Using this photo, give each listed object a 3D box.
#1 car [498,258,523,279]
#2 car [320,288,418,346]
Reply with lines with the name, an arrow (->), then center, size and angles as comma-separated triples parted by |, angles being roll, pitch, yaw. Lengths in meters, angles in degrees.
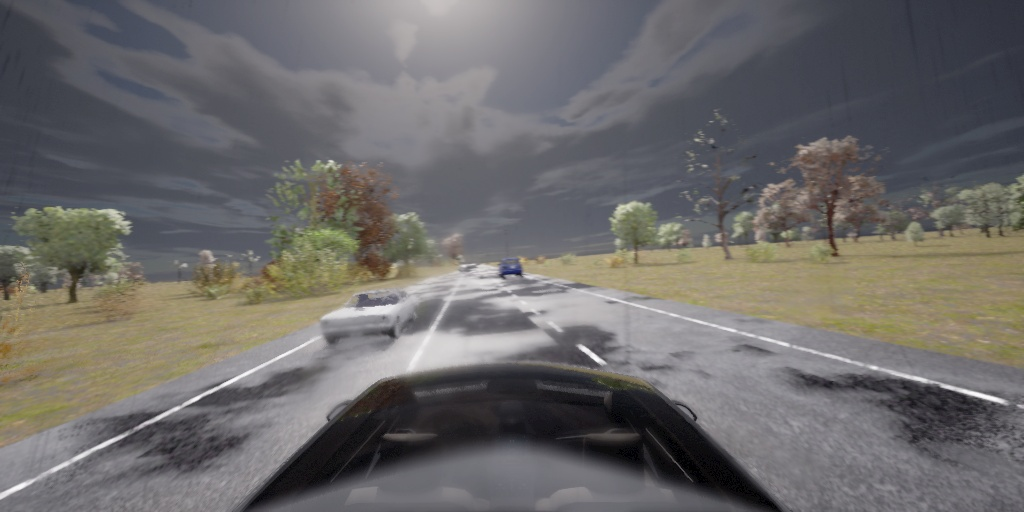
car -> -0.212, 1.275, 37.524 | 2.150, 2.045, 5.566 | -4, 0, -6
car -> -4.255, 1.749, 11.368 | 1.895, 1.301, 4.718 | -4, 0, -6
